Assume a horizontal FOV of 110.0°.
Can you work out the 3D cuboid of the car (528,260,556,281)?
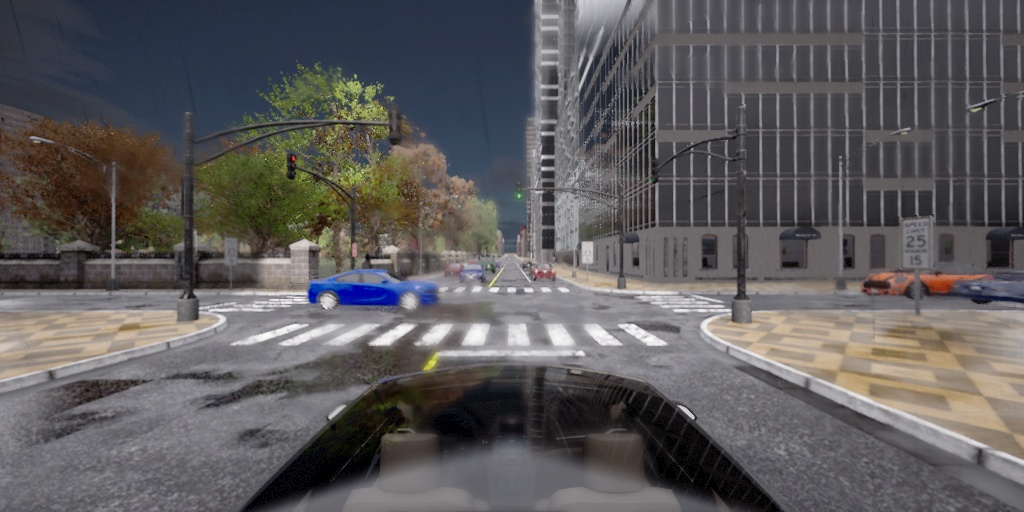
[{"bbox_3d":[2.660,1.291,30.843,1.967,1.591,4.097,0,0,0],"label":"car"}]

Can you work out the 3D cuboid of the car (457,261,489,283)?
[{"bbox_3d":[-3.124,1.372,29.387,1.812,1.442,4.674,0,0,-1],"label":"car"}]

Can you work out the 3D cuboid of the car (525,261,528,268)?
[{"bbox_3d":[2.654,1.437,36.523,1.948,1.339,4.313,0,0,0],"label":"car"}]

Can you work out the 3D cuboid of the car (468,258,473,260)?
[{"bbox_3d":[-5.745,1.243,53.561,2.192,1.841,5.009,0,0,0],"label":"car"}]

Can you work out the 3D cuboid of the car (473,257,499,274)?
[{"bbox_3d":[-3.137,1.113,44.034,2.150,2.045,5.566,0,0,0],"label":"car"}]

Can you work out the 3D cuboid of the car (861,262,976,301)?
[{"bbox_3d":[19.321,1.096,16.813,4.553,1.767,2.097,0,0,1],"label":"car"}]

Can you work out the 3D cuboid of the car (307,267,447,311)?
[{"bbox_3d":[-5.375,1.285,14.204,5.008,1.535,1.882,0,0,1],"label":"car"}]

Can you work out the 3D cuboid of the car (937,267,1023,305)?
[{"bbox_3d":[20.278,1.266,13.695,5.357,1.411,2.033,0,0,1],"label":"car"}]

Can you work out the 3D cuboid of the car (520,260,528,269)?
[{"bbox_3d":[2.629,1.511,59.248,1.948,1.339,4.313,0,0,0],"label":"car"}]

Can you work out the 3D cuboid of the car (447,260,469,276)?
[{"bbox_3d":[-5.727,1.416,36.512,1.888,1.381,4.507,0,0,0],"label":"car"}]
